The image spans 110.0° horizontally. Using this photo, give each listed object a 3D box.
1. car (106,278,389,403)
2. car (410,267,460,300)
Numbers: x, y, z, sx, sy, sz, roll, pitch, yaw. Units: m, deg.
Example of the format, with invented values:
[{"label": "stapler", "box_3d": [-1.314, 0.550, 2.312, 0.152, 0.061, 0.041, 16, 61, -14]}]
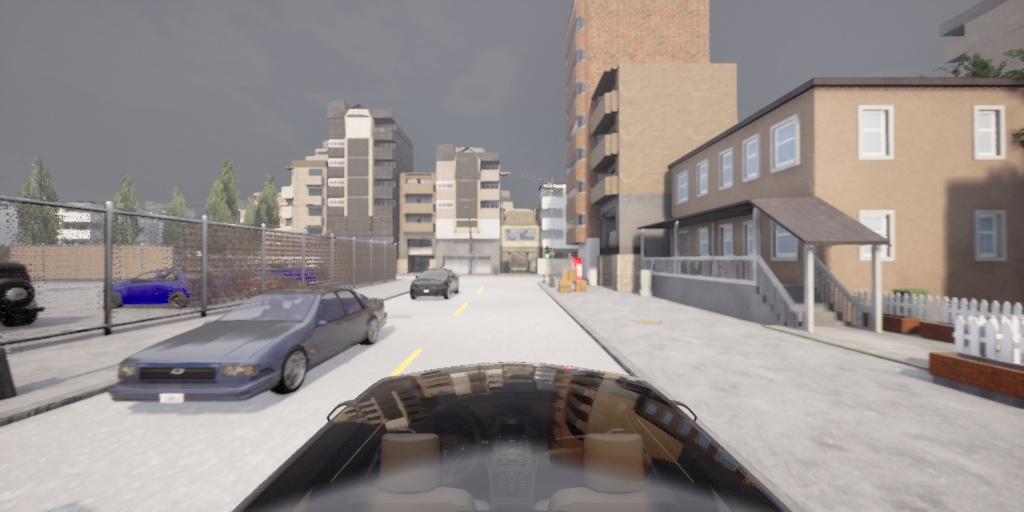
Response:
[{"label": "car", "box_3d": [-4.096, 1.346, 6.983, 2.033, 1.411, 5.357, 0, 0, 0]}, {"label": "car", "box_3d": [-4.006, 1.390, 19.255, 1.882, 1.535, 5.008, 0, -1, 0]}]
